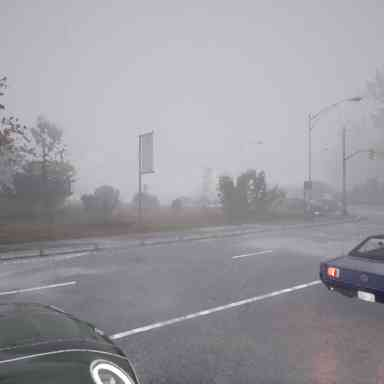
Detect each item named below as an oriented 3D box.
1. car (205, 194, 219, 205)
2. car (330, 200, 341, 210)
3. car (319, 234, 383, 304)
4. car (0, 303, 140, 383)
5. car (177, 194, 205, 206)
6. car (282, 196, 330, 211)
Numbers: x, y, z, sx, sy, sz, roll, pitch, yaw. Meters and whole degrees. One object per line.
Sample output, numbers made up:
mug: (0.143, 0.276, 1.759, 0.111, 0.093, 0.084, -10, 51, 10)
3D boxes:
car: (2.353, 1.117, 53.120, 2.097, 1.767, 4.553, -1, 0, -39)
car: (14.461, 1.247, 37.959, 2.128, 1.511, 4.902, -1, 0, -39)
car: (4.942, 1.573, 7.254, 4.718, 1.301, 1.895, 0, 0, -35)
car: (-2.531, 1.352, 1.918, 4.553, 1.767, 2.097, 0, 0, -36)
car: (-0.600, 1.301, 51.210, 1.837, 1.490, 4.892, -1, 0, -39)
car: (11.740, 1.291, 35.726, 1.837, 1.490, 4.892, -1, 0, -38)
